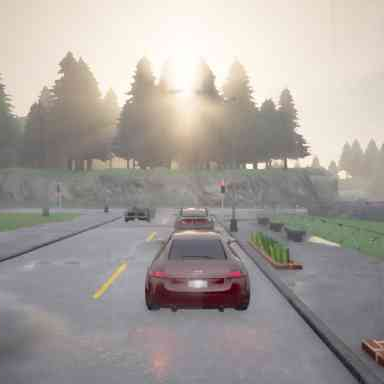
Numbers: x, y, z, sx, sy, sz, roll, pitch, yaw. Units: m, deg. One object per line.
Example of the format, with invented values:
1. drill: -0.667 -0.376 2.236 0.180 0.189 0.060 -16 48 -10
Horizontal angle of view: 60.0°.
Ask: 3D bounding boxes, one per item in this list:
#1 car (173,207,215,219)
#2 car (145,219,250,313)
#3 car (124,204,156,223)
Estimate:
1. car: 0.105 1.505 16.686 1.837 1.490 4.892 0 0 0
2. car: 0.103 1.564 7.774 1.994 1.385 4.181 0 0 0
3. car: -3.991 1.668 26.051 1.895 1.301 4.718 0 0 0
